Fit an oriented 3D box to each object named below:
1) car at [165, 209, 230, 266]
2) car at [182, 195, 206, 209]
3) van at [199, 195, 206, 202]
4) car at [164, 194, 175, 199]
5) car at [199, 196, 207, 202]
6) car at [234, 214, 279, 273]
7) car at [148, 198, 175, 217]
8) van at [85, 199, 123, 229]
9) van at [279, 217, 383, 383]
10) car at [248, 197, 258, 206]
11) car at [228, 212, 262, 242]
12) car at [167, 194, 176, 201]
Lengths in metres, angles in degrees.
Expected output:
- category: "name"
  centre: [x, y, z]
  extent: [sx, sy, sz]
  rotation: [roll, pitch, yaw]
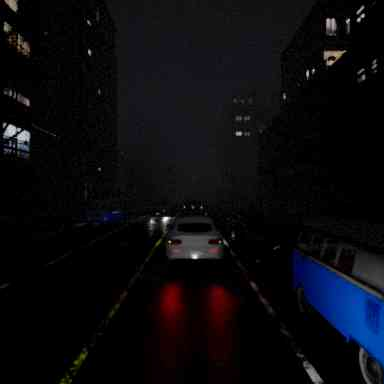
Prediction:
- category: "car"
  centre: [0.082, 1.549, 11.557]
  extent: [1.812, 1.442, 4.674]
  rotation: [0, 0, 0]
- category: "car"
  centre: [0.088, 1.425, 32.037]
  extent: [2.097, 1.767, 4.553]
  rotation: [0, 0, 0]
- category: "van"
  centre: [2.675, 1.606, 88.167]
  extent: [1.690, 1.788, 3.998]
  rotation: [0, 0, 0]
- category: "car"
  centre: [-5.704, 1.786, 76.903]
  extent: [1.947, 1.339, 4.313]
  rotation: [0, 0, 0]
- category: "car"
  centre: [2.675, 1.787, 82.535]
  extent: [1.887, 1.381, 4.507]
  rotation: [0, 0, 0]
- category: "car"
  centre: [2.693, 1.587, 10.532]
  extent: [1.947, 1.339, 4.313]
  rotation: [0, 0, 0]
- category: "car"
  centre: [-3.103, 1.622, 32.937]
  extent: [2.033, 1.411, 5.357]
  rotation: [0, 0, 0]
- category: "van"
  centre: [-5.690, 1.388, 21.854]
  extent: [1.690, 1.788, 3.998]
  rotation: [0, 0, 0]
- category: "van"
  centre: [2.695, 1.351, 4.871]
  extent: [1.690, 1.788, 3.998]
  rotation: [0, 0, 0]
- category: "car"
  centre: [13.453, 1.772, 64.585]
  extent: [5.009, 1.841, 2.192]
  rotation: [1, -1, -1]
- category: "car"
  centre: [2.691, 1.600, 16.195]
  extent: [1.947, 1.339, 4.313]
  rotation: [0, 0, 0]
- category: "car"
  centre: [-5.707, 1.604, 93.796]
  extent: [2.192, 1.841, 5.009]
  rotation: [0, 0, 0]
